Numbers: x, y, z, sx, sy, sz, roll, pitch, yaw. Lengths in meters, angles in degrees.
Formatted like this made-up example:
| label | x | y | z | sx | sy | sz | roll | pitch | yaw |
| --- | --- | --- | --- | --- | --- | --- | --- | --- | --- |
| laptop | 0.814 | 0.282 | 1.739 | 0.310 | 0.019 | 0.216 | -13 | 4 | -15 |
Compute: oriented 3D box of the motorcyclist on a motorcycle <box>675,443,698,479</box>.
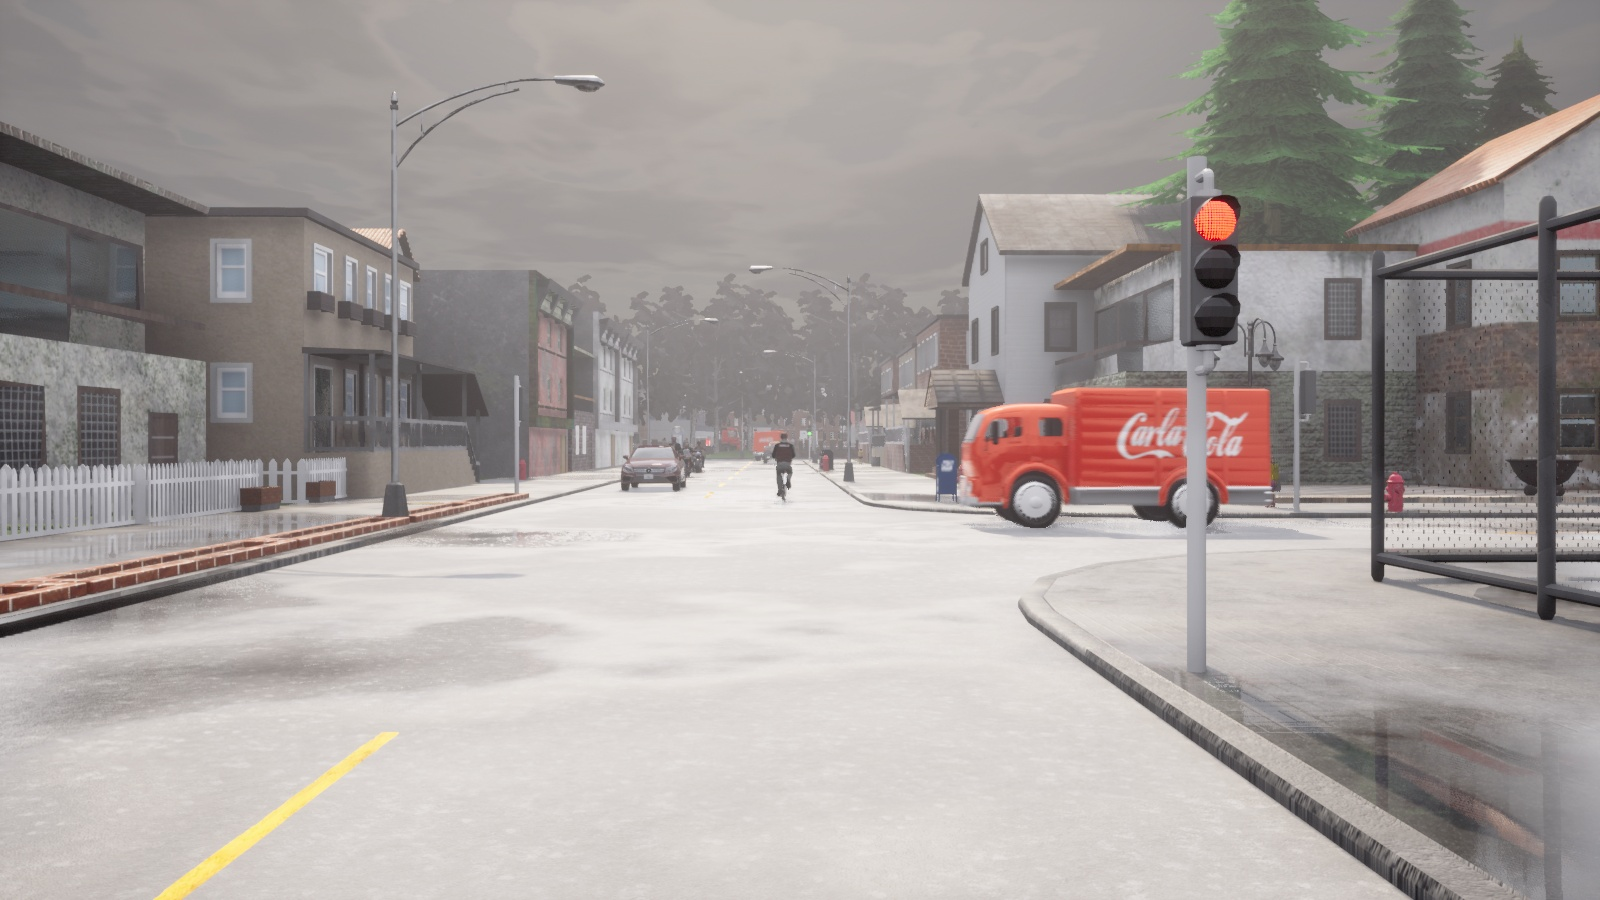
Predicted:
| label | x | y | z | sx | sy | sz | roll | pitch | yaw |
| --- | --- | --- | --- | --- | --- | --- | --- | --- | --- |
| motorcyclist on a motorcycle | -4.953 | 0.467 | 55.038 | 0.866 | 1.530 | 2.191 | 0 | 0 | -1 |

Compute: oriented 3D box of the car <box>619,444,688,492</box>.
| label | x | y | z | sx | sy | sz | roll | pitch | yaw |
| --- | --- | --- | --- | --- | --- | --- | --- | --- | --- |
| car | -4.706 | 0.538 | 40.827 | 1.812 | 1.442 | 4.674 | 0 | 0 | -2 |

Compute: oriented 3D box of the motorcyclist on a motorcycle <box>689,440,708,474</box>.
| label | x | y | z | sx | sy | sz | roll | pitch | yaw |
| --- | --- | --- | --- | --- | --- | --- | --- | --- | --- |
| motorcyclist on a motorcycle | -5.101 | 0.336 | 63.268 | 0.766 | 1.649 | 2.350 | 0 | 0 | -1 |

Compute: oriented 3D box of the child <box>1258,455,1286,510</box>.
| label | x | y | z | sx | sy | sz | roll | pitch | yaw |
| --- | --- | --- | --- | --- | --- | --- | --- | --- | --- |
| child | 10.032 | 0.690 | 26.706 | 0.473 | 1.160 | 0.299 | 0 | 0 | -21 |

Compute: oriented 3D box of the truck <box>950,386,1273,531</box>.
| label | x | y | z | sx | sy | sz | roll | pitch | yaw |
| --- | --- | --- | --- | --- | --- | --- | --- | --- | --- |
| truck | 5.463 | 0.136 | 22.736 | 5.204 | 2.467 | 2.627 | 0 | 1 | 0 |

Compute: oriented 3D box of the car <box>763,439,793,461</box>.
| label | x | y | z | sx | sy | sz | roll | pitch | yaw |
| --- | --- | --- | --- | --- | --- | --- | --- | --- | --- |
| car | -1.660 | -0.008 | 94.267 | 2.152 | 1.651 | 5.027 | 0 | 0 | -1 |
